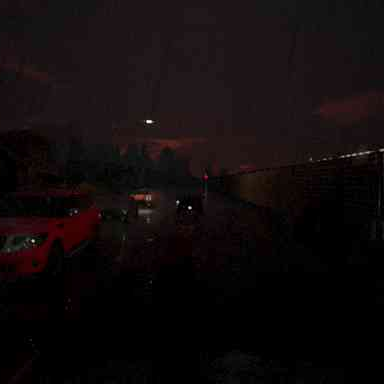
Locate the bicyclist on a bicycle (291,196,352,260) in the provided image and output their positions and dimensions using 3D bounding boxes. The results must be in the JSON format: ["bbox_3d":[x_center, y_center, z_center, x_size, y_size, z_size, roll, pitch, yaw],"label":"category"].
[{"bbox_3d":[3.483,0.956,8.802,1.656,1.620,0.582,6,1,0],"label":"bicyclist on a bicycle"}]

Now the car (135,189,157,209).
[{"bbox_3d":[-4.390,0.499,29.587,2.097,1.767,4.553,0,2,0],"label":"car"}]

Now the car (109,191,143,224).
[{"bbox_3d":[-4.302,0.917,19.486,1.882,1.535,5.008,0,2,-1],"label":"car"}]

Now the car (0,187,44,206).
[{"bbox_3d":[-14.871,0.374,28.313,3.633,1.501,1.845,0,2,-3],"label":"car"}]

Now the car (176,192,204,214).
[{"bbox_3d":[-0.175,0.767,25.367,1.837,1.490,4.892,0,2,-1],"label":"car"}]

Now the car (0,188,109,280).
[{"bbox_3d":[-4.194,0.952,9.405,2.150,2.045,5.566,0,2,-1],"label":"car"}]
